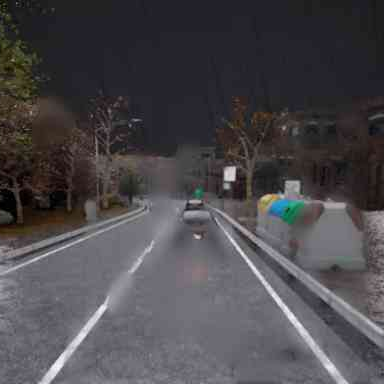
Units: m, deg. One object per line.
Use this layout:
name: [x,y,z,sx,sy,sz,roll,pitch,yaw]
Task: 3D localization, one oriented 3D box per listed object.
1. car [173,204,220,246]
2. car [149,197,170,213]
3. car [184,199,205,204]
car: [0.211,1.496,15.250,1.837,1.490,4.892,0,0,0]
car: [-3.568,1.332,37.296,2.097,1.767,4.553,0,0,-2]
car: [0.270,1.456,33.347,1.882,1.535,5.008,0,0,-1]
